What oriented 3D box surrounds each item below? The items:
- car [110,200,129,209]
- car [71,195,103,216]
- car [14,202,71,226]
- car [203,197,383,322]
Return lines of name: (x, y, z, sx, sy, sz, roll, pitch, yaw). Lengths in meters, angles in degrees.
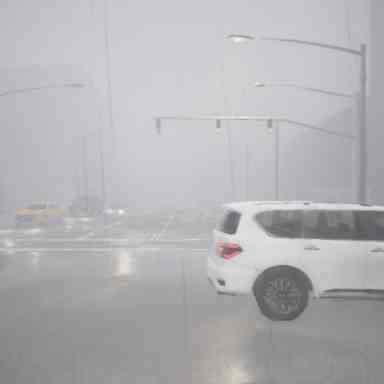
car: (-10.556, 1.798, 48.570, 1.895, 1.301, 4.718, 0, -1, 0)
car: (-10.608, 1.278, 33.712, 2.150, 2.045, 5.566, 0, 0, -1)
car: (-10.602, 1.463, 23.480, 1.882, 1.535, 5.008, 0, 0, 0)
car: (3.084, 1.204, 6.707, 5.566, 2.045, 2.150, 0, 0, 0)
